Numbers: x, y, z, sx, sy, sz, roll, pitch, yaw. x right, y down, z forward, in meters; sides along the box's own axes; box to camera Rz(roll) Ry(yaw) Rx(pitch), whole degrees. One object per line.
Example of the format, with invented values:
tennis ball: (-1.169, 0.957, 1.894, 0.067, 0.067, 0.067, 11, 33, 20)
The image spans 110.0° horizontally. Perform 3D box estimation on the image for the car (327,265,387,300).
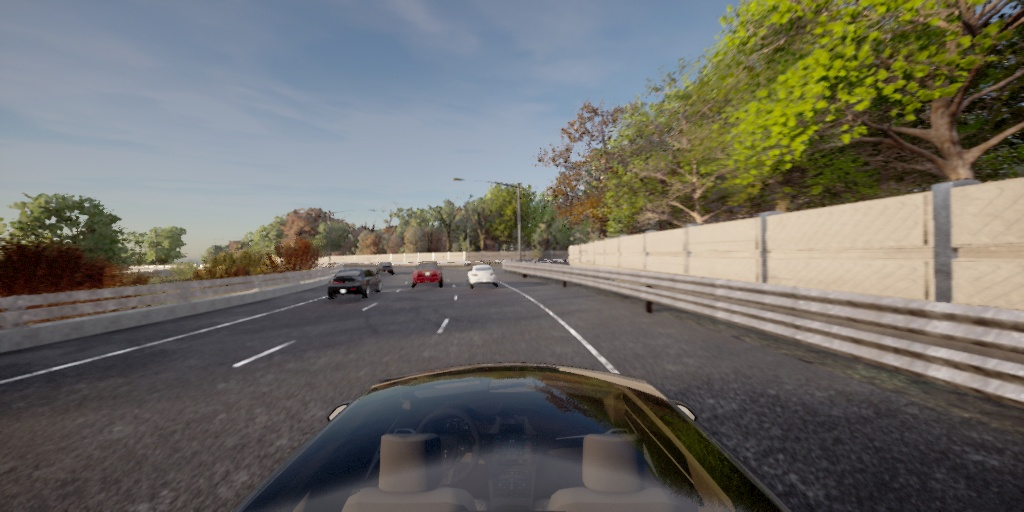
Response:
car: (-8.417, 1.436, 19.515, 1.837, 1.490, 4.892, -1, 0, -8)

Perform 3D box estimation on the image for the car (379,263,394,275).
car: (-16.404, 1.623, 46.251, 1.837, 1.490, 4.892, 0, 0, -24)

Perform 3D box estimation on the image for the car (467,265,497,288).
car: (-2.103, 1.344, 24.893, 1.812, 1.442, 4.674, -1, 0, -9)

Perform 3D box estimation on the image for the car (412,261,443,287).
car: (-6.151, 1.249, 26.263, 2.097, 1.767, 4.553, -1, 0, -12)
